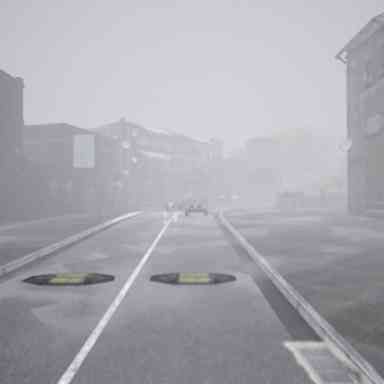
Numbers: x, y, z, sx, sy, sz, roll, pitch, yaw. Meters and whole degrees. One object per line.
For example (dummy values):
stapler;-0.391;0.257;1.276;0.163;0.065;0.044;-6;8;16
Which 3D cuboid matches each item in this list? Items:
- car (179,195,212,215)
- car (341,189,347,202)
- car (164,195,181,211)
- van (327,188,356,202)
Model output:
car;0.588;1.108;27.599;2.033;1.411;5.357;0;1;7
car;21.066;0.526;40.052;2.435;2.045;5.566;-3;-1;-12
car;-1.070;1.051;33.269;2.128;1.511;4.902;0;-1;23
van;23.784;0.541;53.074;1.878;1.987;4.442;-3;-1;-12
